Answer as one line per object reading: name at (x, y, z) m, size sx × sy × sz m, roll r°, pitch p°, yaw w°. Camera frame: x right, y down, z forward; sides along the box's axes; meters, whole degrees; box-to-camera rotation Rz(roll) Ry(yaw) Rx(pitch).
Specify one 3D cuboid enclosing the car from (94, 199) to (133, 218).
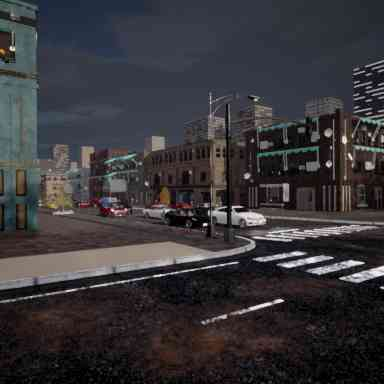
car at (-8.365, 1.845, 35.196) m, size 1.967 × 1.590 × 4.097 m, roll -1°, pitch 0°, yaw -36°

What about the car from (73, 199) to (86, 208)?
car at (-20.578, 2.229, 62.263) m, size 1.994 × 1.385 × 4.181 m, roll -1°, pitch 0°, yaw -36°

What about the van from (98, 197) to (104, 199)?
van at (-14.422, 1.905, 58.083) m, size 1.690 × 1.788 × 3.998 m, roll -1°, pitch 0°, yaw -36°

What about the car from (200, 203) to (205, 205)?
car at (1.673, 1.808, 35.566) m, size 2.008 × 1.369 × 4.403 m, roll -2°, pitch 0°, yaw -36°

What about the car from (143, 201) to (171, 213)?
car at (-4.762, 1.964, 44.573) m, size 1.802 × 1.307 × 4.206 m, roll -2°, pitch 0°, yaw -36°

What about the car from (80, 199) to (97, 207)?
car at (-20.854, 2.226, 67.091) m, size 1.887 × 1.381 × 4.507 m, roll -1°, pitch 0°, yaw -36°

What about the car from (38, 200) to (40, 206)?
car at (-30.889, 2.375, 66.721) m, size 2.008 × 1.369 × 4.403 m, roll -1°, pitch 0°, yaw -36°

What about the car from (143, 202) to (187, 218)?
car at (-2.860, 1.913, 31.967) m, size 1.895 × 1.301 × 4.718 m, roll -1°, pitch 0°, yaw -36°

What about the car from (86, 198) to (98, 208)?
car at (-17.641, 1.938, 62.587) m, size 2.192 × 1.841 × 5.009 m, roll -1°, pitch 0°, yaw -36°

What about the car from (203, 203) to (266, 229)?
car at (3.098, 1.720, 23.680) m, size 1.812 × 1.442 × 4.674 m, roll -1°, pitch 0°, yaw -37°

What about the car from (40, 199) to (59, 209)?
car at (-24.354, 2.232, 57.575) m, size 1.752 × 1.417 × 4.829 m, roll -1°, pitch 0°, yaw -36°

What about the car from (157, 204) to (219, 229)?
car at (-0.393, 1.814, 23.835) m, size 1.947 × 1.339 × 4.313 m, roll -2°, pitch 0°, yaw -36°

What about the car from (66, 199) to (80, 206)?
car at (-27.289, 2.363, 76.098) m, size 1.947 × 1.339 × 4.313 m, roll -1°, pitch 0°, yaw -36°

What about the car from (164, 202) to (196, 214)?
car at (-1.545, 1.902, 40.070) m, size 1.802 × 1.307 × 4.206 m, roll -2°, pitch 0°, yaw -36°
